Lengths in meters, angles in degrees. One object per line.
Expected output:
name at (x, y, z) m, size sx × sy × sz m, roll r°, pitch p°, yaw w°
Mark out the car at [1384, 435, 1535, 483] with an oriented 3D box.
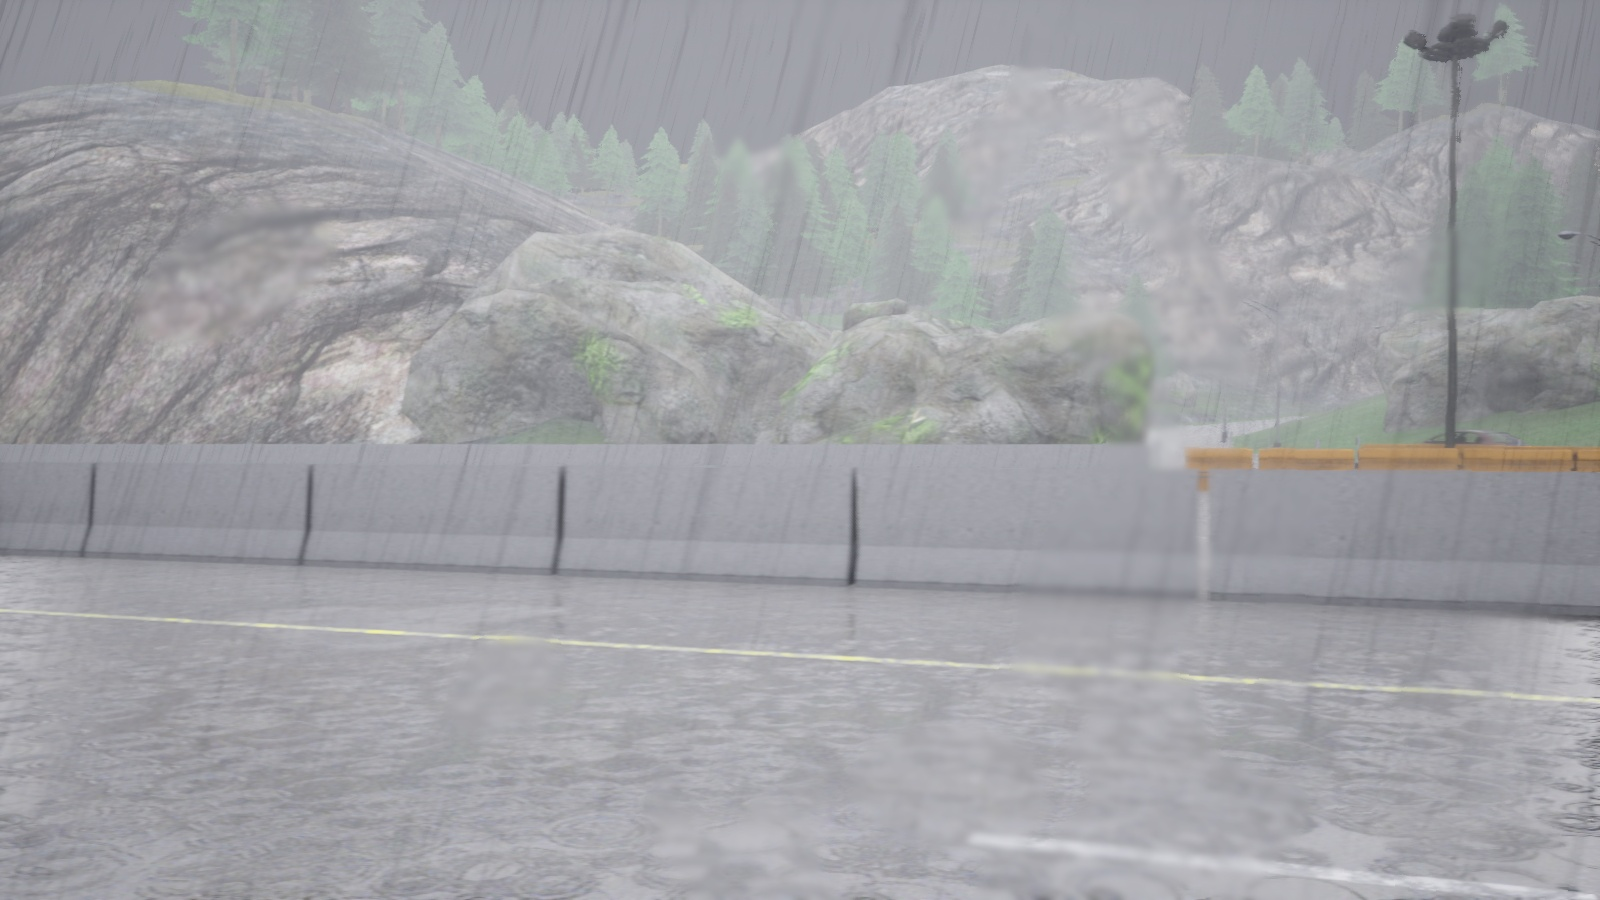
car at (21.671, 0.256, 41.449) m, size 1.816 × 1.474 × 4.193 m, roll 0°, pitch 1°, yaw -22°
